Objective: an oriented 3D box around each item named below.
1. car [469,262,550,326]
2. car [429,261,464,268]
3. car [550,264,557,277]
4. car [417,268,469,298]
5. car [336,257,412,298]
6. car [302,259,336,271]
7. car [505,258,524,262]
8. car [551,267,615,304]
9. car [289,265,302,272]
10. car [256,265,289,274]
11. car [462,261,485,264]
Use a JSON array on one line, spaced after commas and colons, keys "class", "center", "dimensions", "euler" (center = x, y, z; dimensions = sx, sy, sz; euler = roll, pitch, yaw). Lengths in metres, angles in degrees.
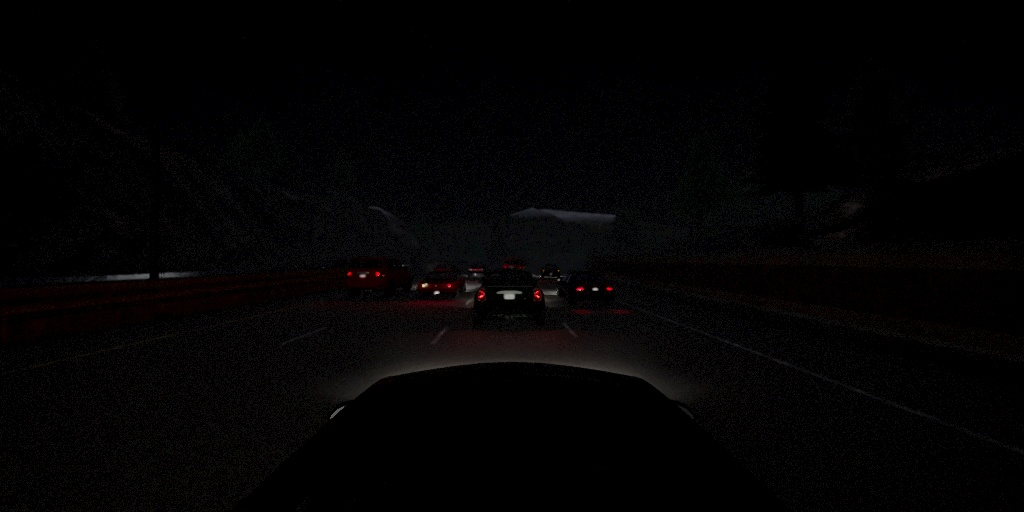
[{"class": "car", "center": [-0.099, 1.189, 12.188], "dimensions": [2.097, 1.767, 4.553], "euler": [0, -1, -1]}, {"class": "car", "center": [-6.573, 1.524, 36.709], "dimensions": [1.882, 1.535, 5.008], "euler": [0, 0, 5]}, {"class": "car", "center": [3.941, 1.563, 36.440], "dimensions": [1.812, 1.442, 4.674], "euler": [0, -1, 5]}, {"class": "car", "center": [-3.706, 1.503, 19.692], "dimensions": [1.895, 1.301, 4.718], "euler": [0, -1, -1]}, {"class": "car", "center": [-7.207, 1.120, 19.873], "dimensions": [2.150, 2.045, 5.566], "euler": [0, -2, -1]}, {"class": "car", "center": [-20.486, 1.305, 40.423], "dimensions": [2.150, 2.045, 5.566], "euler": [0, 0, 6]}, {"class": "car", "center": [0.322, 1.255, 35.657], "dimensions": [2.150, 2.045, 5.566], "euler": [0, -1, 5]}, {"class": "car", "center": [3.333, 1.423, 17.062], "dimensions": [2.033, 1.411, 5.357], "euler": [0, 0, -1]}, {"class": "car", "center": [-23.641, 1.334, 43.456], "dimensions": [2.150, 2.045, 5.566], "euler": [0, 0, 7]}, {"class": "car", "center": [-27.332, 1.705, 42.060], "dimensions": [1.895, 1.301, 4.718], "euler": [0, 0, 7]}, {"class": "car", "center": [-3.157, 1.527, 35.697], "dimensions": [2.128, 1.511, 4.902], "euler": [0, -1, 5]}]
